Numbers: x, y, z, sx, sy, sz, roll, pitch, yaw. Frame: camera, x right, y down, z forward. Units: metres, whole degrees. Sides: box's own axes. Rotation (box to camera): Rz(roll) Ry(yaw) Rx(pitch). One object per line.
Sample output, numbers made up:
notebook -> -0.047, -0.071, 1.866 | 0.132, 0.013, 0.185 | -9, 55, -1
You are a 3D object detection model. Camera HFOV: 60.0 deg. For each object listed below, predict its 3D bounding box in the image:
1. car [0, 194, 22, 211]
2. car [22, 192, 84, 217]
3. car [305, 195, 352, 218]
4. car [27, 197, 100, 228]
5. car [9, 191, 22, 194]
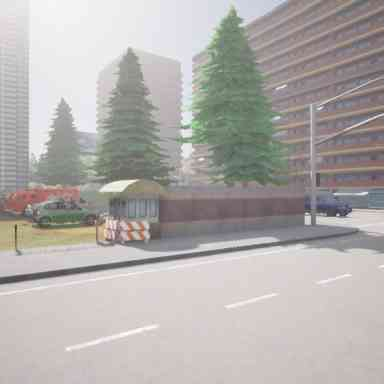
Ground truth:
car -> -24.986, 1.394, 43.773 | 4.193, 1.474, 1.816 | 0, 0, -35
car -> -9.978, 1.172, 25.162 | 4.605, 1.855, 1.932 | 0, 0, -35
car -> 12.312, 1.276, 31.849 | 2.150, 2.045, 5.566 | 0, 0, -35
car -> -7.965, 1.341, 21.106 | 3.988, 1.617, 1.851 | 0, 0, -35
car -> -26.258, 1.204, 46.298 | 3.866, 1.878, 1.905 | 0, 0, -35
